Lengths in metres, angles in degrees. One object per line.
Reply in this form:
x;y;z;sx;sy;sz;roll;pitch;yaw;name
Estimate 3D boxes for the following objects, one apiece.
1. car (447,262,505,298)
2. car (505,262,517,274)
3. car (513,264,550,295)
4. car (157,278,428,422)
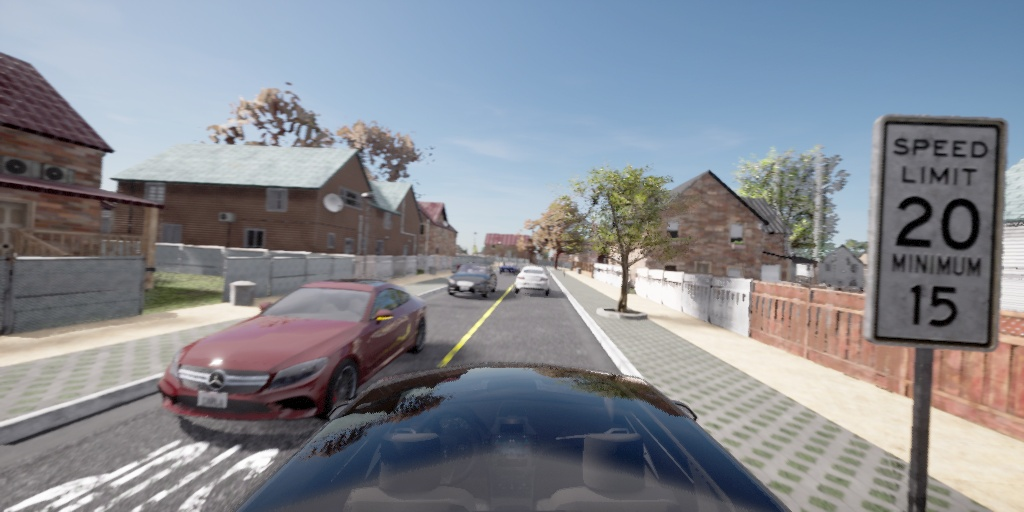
-1.840;1.131;17.847;2.128;1.511;4.902;3;0;4;car
-0.293;1.333;38.142;1.895;1.301;4.718;3;0;5;car
1.223;1.340;20.778;1.812;1.442;4.674;3;0;4;car
-2.706;1.121;5.746;1.812;1.442;4.674;3;0;3;car
